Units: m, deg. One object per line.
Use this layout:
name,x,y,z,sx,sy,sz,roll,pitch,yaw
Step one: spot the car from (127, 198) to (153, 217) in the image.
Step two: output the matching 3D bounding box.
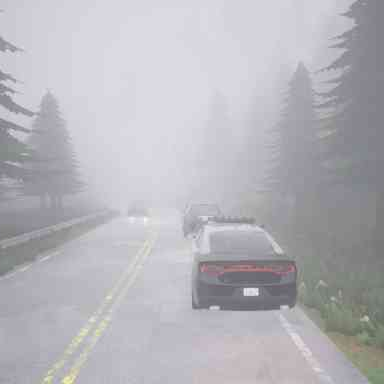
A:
car,-5.027,1.526,31.141,2.033,1.411,5.357,0,0,-9

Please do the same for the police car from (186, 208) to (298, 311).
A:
police car,0.906,1.409,7.967,1.930,1.638,5.238,0,0,-1

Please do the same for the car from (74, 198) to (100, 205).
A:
car,-17.585,1.770,55.358,4.902,1.511,2.128,-3,3,27

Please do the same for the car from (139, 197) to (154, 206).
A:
car,-6.992,1.461,46.082,1.837,1.490,4.892,-3,1,-35

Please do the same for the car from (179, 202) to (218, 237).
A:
car,0.532,1.314,17.938,2.097,1.767,4.553,0,0,-3
